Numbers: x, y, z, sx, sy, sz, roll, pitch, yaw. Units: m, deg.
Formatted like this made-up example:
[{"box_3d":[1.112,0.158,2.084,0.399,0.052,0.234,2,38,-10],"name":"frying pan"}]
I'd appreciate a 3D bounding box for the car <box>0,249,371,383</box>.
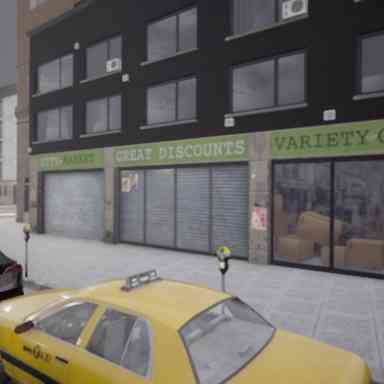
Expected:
[{"box_3d":[-0.731,1.528,3.611,4.829,1.417,1.752,0,1,36],"name":"car"}]
